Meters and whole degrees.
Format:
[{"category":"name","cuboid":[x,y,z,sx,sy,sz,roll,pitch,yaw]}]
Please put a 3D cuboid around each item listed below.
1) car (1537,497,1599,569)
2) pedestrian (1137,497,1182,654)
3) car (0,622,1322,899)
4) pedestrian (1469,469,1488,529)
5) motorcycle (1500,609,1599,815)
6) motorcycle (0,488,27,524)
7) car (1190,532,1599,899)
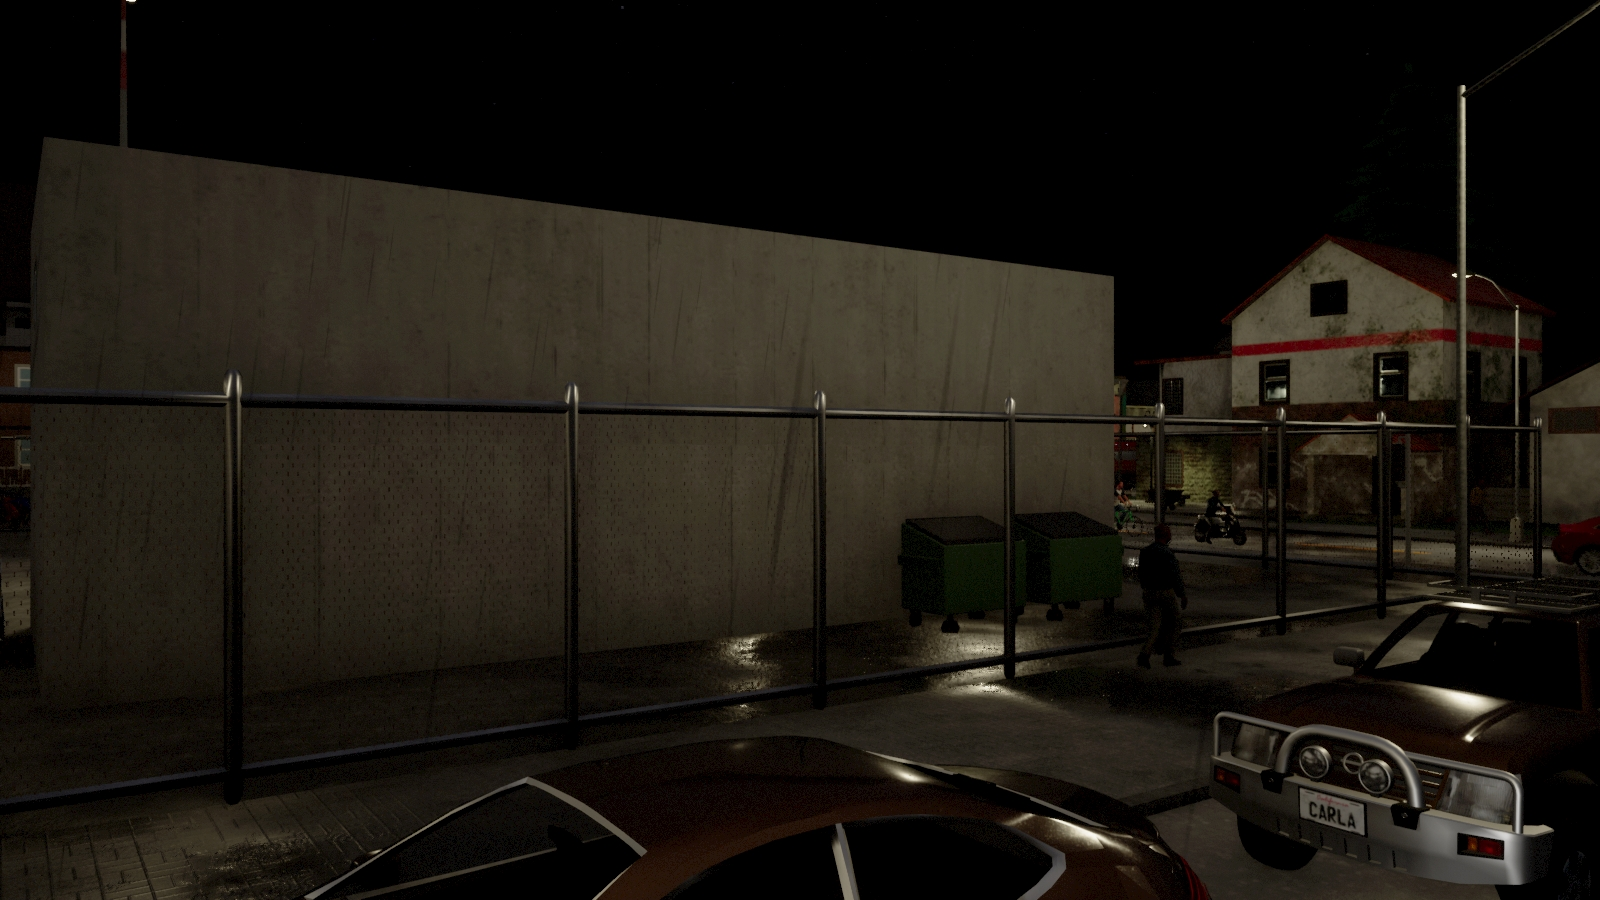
[{"category":"car","cuboid":[18.933,1.831,24.388,2.231,1.480,4.892,0,-1,-31]},{"category":"pedestrian","cuboid":[4.380,1.513,13.932,0.375,1.860,0.375,0,0,-35]},{"category":"car","cuboid":[-0.619,1.771,3.955,5.027,1.651,2.152,0,0,-35]},{"category":"pedestrian","cuboid":[21.130,1.510,35.575,0.375,1.860,0.375,0,0,-33]},{"category":"motorcycle","cuboid":[6.256,1.958,8.768,1.805,1.236,0.856,0,0,-35]},{"category":"motorcycle","cuboid":[-28.176,1.962,40.035,1.805,1.236,0.856,0,0,-35]},{"category":"car","cuboid":[4.948,1.640,7.839,4.605,1.855,1.932,0,0,-35]}]
